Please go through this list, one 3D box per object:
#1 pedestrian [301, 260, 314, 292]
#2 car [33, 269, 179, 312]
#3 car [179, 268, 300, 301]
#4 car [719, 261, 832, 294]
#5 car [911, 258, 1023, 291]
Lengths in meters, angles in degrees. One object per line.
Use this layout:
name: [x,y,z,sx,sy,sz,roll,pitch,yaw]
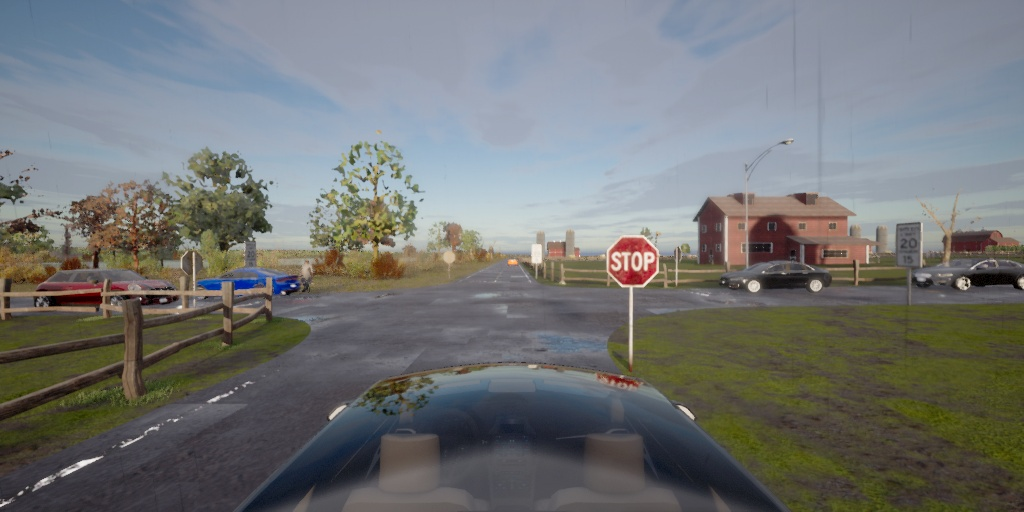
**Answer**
pedestrian: [-12.117,1.160,21.158,0.375,1.860,0.375,0,1,1]
car: [-17.050,1.329,15.252,4.553,1.767,2.097,-1,0,1]
car: [-13.449,1.380,18.137,5.008,1.535,1.882,-1,0,4]
car: [13.036,1.032,17.923,4.892,1.490,1.837,-1,0,2]
car: [22.790,0.877,17.785,4.902,1.511,2.128,-1,0,1]
